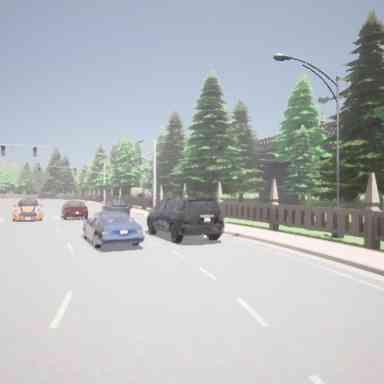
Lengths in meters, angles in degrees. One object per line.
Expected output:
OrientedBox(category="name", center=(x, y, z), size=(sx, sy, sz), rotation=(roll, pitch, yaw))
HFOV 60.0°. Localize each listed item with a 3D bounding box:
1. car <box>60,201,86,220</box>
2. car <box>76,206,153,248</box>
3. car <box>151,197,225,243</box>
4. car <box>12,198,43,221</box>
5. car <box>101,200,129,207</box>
OrientedBox(category="car", center=(-10.081, 1.483, 28.401), size=(1.882, 1.535, 5.008), rotation=(0, 0, -25))
OrientedBox(category="car", center=(-3.654, 1.561, 14.848), size=(2.033, 1.411, 5.357), rotation=(0, 0, -25))
OrientedBox(category="car", center=(-0.504, 1.256, 16.375), size=(2.150, 2.045, 5.566), rotation=(0, 0, -25))
OrientedBox(category="car", center=(-13.278, 1.402, 26.974), size=(2.097, 1.767, 4.553), rotation=(0, 0, -25))
OrientedBox(category="car", center=(-6.919, 1.493, 29.901), size=(2.128, 1.511, 4.902), rotation=(0, 0, -25))
